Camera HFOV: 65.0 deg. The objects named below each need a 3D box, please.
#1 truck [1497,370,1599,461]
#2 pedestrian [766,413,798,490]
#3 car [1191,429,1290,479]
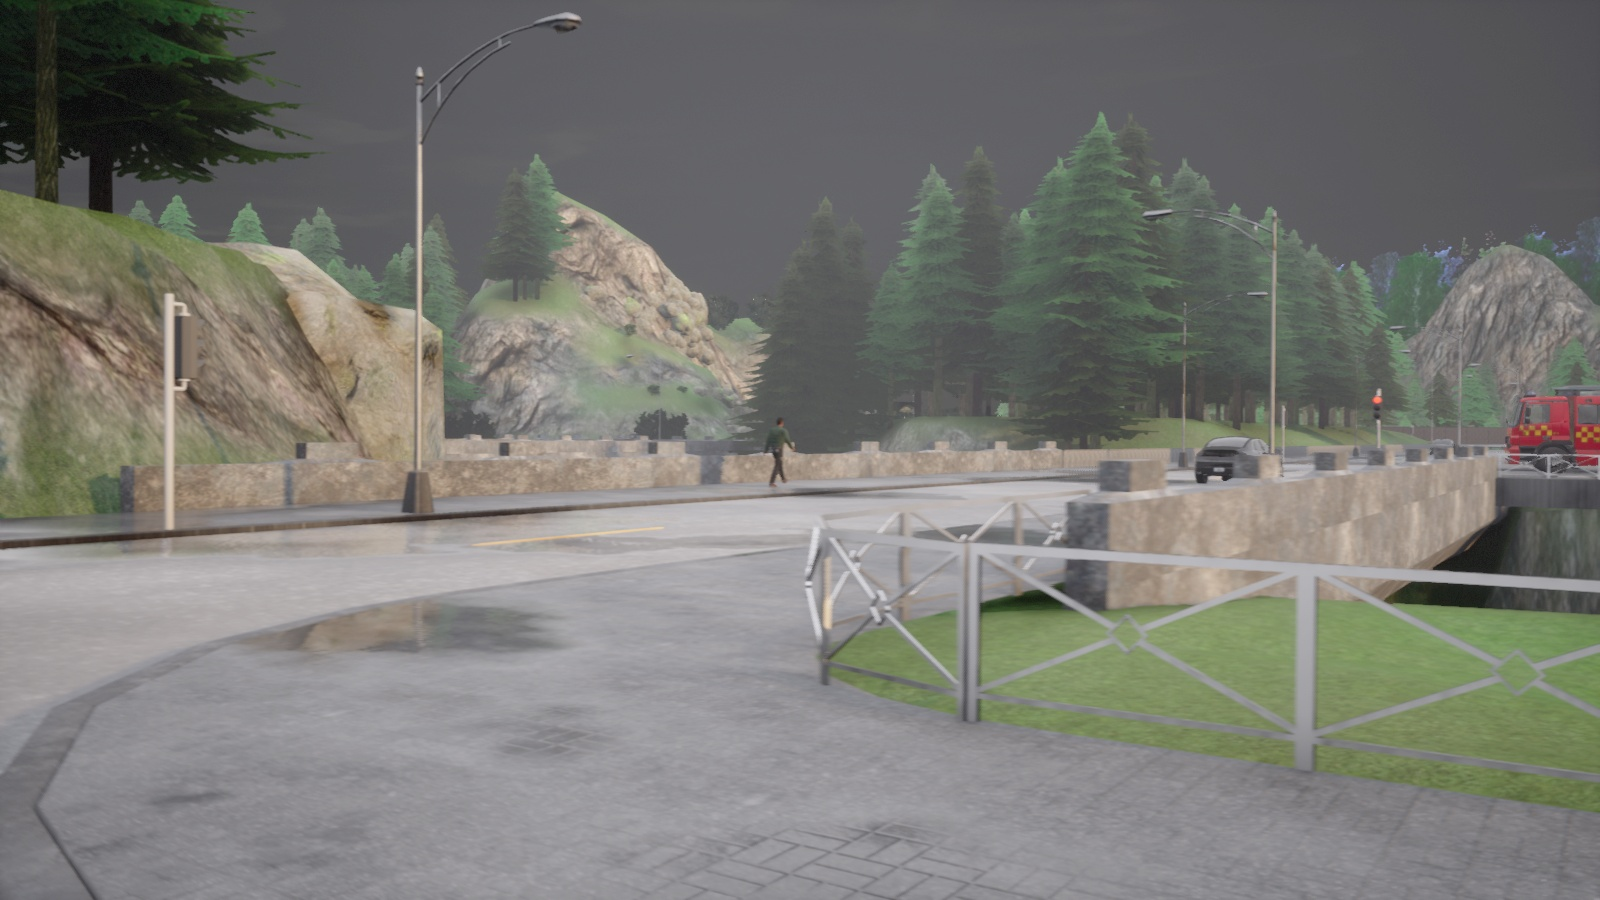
[{"bbox_3d":[34.983,-1.488,54.110,8.468,3.827,2.891,0,1,25],"label":"truck"},{"bbox_3d":[-0.462,0.031,32.128,0.423,1.949,0.788,0,1,34],"label":"pedestrian"},{"bbox_3d":[14.106,0.076,40.024,1.837,1.490,4.892,0,1,33],"label":"car"}]
